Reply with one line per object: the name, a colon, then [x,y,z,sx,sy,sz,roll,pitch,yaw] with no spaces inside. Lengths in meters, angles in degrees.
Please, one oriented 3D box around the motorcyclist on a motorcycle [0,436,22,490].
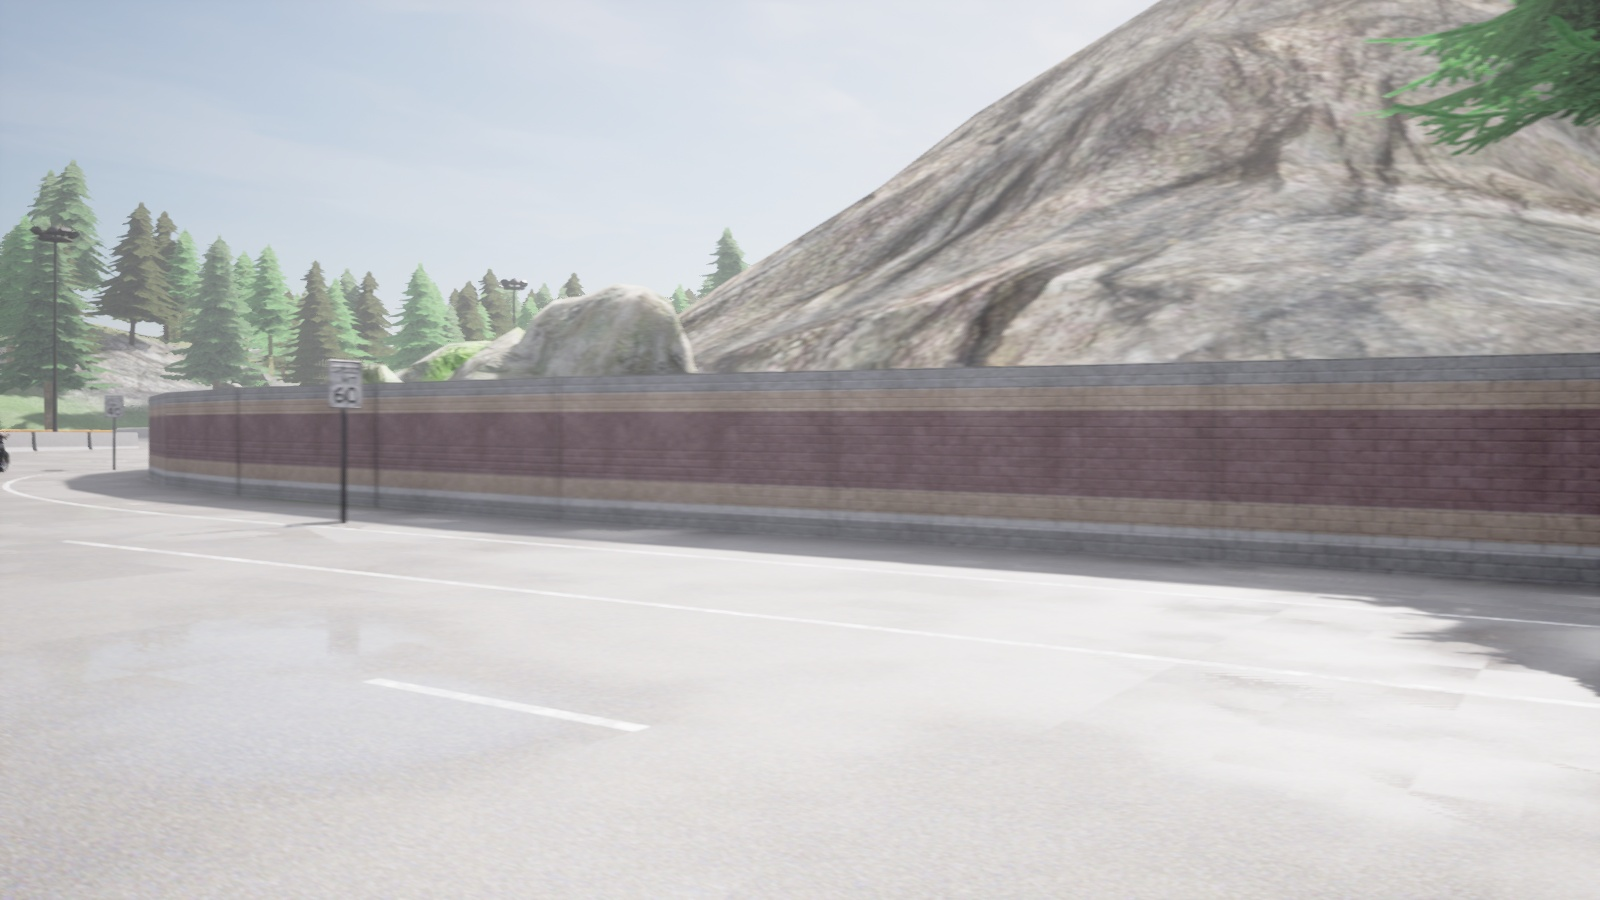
motorcyclist on a motorcycle: [-25.234,0.393,39.465,0.766,1.649,2.350,0,0,-17]
